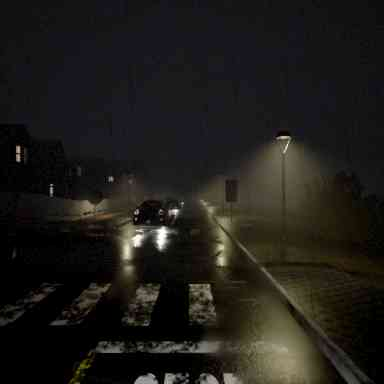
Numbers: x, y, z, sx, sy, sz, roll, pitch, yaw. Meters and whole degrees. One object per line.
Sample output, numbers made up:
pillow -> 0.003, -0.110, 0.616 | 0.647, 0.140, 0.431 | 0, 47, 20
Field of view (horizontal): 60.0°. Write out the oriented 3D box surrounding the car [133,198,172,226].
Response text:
car -> -2.776, 1.321, 23.292 | 2.097, 1.767, 4.553 | 0, -1, 0

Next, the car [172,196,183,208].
car -> -2.811, 1.543, 47.786 | 2.128, 1.511, 4.902 | 0, 0, 0
